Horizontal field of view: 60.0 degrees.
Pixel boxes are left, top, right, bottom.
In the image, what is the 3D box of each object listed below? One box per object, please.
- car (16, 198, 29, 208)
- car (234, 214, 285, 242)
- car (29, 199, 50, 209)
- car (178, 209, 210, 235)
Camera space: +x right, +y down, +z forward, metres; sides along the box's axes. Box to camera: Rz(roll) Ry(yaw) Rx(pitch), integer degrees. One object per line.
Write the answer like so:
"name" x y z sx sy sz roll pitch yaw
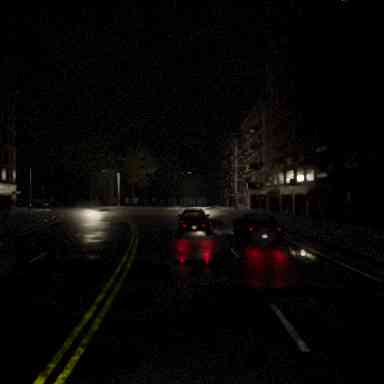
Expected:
"car" -42.345 2.710 81.318 2.150 2.045 5.566 0 -1 -43
"car" 3.378 1.799 17.668 1.895 1.301 4.718 0 -1 0
"car" -31.592 2.487 69.687 2.150 2.045 5.566 0 -1 -41
"car" 0.105 1.766 20.306 1.812 1.442 4.674 0 -1 0
